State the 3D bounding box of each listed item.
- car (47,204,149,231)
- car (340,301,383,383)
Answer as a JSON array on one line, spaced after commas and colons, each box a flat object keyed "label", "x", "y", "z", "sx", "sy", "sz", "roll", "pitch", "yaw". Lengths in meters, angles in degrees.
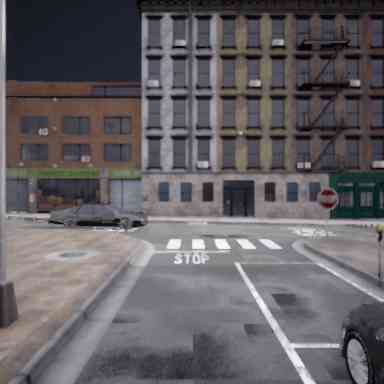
[{"label": "car", "x": -5.177, "y": 1.360, "z": 18.663, "sx": 5.357, "sy": 1.411, "sz": 2.033, "roll": 1, "pitch": 0, "yaw": 0}, {"label": "car", "x": 2.644, "y": 1.539, "z": 2.367, "sx": 2.008, "sy": 1.369, "sz": 4.403, "roll": 0, "pitch": 0, "yaw": 0}]
